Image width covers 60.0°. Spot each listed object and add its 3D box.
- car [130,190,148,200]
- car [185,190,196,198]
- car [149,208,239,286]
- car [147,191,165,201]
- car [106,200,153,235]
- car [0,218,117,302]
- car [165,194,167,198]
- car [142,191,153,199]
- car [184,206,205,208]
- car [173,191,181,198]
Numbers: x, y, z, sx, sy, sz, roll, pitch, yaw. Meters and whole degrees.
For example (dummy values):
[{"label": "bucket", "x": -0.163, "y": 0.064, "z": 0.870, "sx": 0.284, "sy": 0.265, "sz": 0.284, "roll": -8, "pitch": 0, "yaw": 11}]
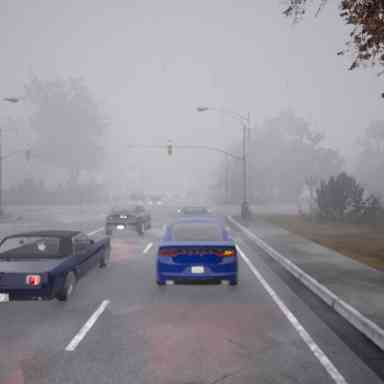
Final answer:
[{"label": "car", "x": -10.413, "y": 0.686, "z": 64.035, "sx": 2.150, "sy": 2.045, "sz": 5.566, "roll": 0, "pitch": 1, "yaw": 1}, {"label": "car", "x": -0.300, "y": 0.386, "z": 86.250, "sx": 2.150, "sy": 2.045, "sz": 5.566, "roll": 0, "pitch": 1, "yaw": -4}, {"label": "car", "x": 0.119, "y": 1.443, "z": 9.321, "sx": 1.882, "sy": 1.535, "sz": 5.008, "roll": 0, "pitch": 0, "yaw": 0}, {"label": "car", "x": -6.919, "y": 0.939, "z": 64.318, "sx": 1.882, "sy": 1.535, "sz": 5.008, "roll": 0, "pitch": 1, "yaw": 1}, {"label": "car", "x": -3.364, "y": 1.395, "z": 18.084, "sx": 1.837, "sy": 1.490, "sz": 4.892, "roll": 0, "pitch": 0, "yaw": 0}, {"label": "car", "x": -3.383, "y": 1.573, "z": 8.132, "sx": 1.895, "sy": 1.301, "sz": 4.718, "roll": 0, "pitch": 0, "yaw": 0}, {"label": "car", "x": -7.054, "y": 0.821, "z": 79.748, "sx": 1.994, "sy": 1.385, "sz": 4.181, "roll": 0, "pitch": 1, "yaw": -1}, {"label": "car", "x": -10.550, "y": 0.627, "z": 79.494, "sx": 2.097, "sy": 1.767, "sz": 4.553, "roll": 0, "pitch": 1, "yaw": -1}, {"label": "car", "x": 0.136, "y": 1.451, "z": 18.359, "sx": 1.994, "sy": 1.385, "sz": 4.181, "roll": 0, "pitch": 0, "yaw": 0}, {"label": "car", "x": -3.796, "y": 0.704, "z": 86.117, "sx": 2.033, "sy": 1.411, "sz": 5.357, "roll": 0, "pitch": 1, "yaw": -4}]
